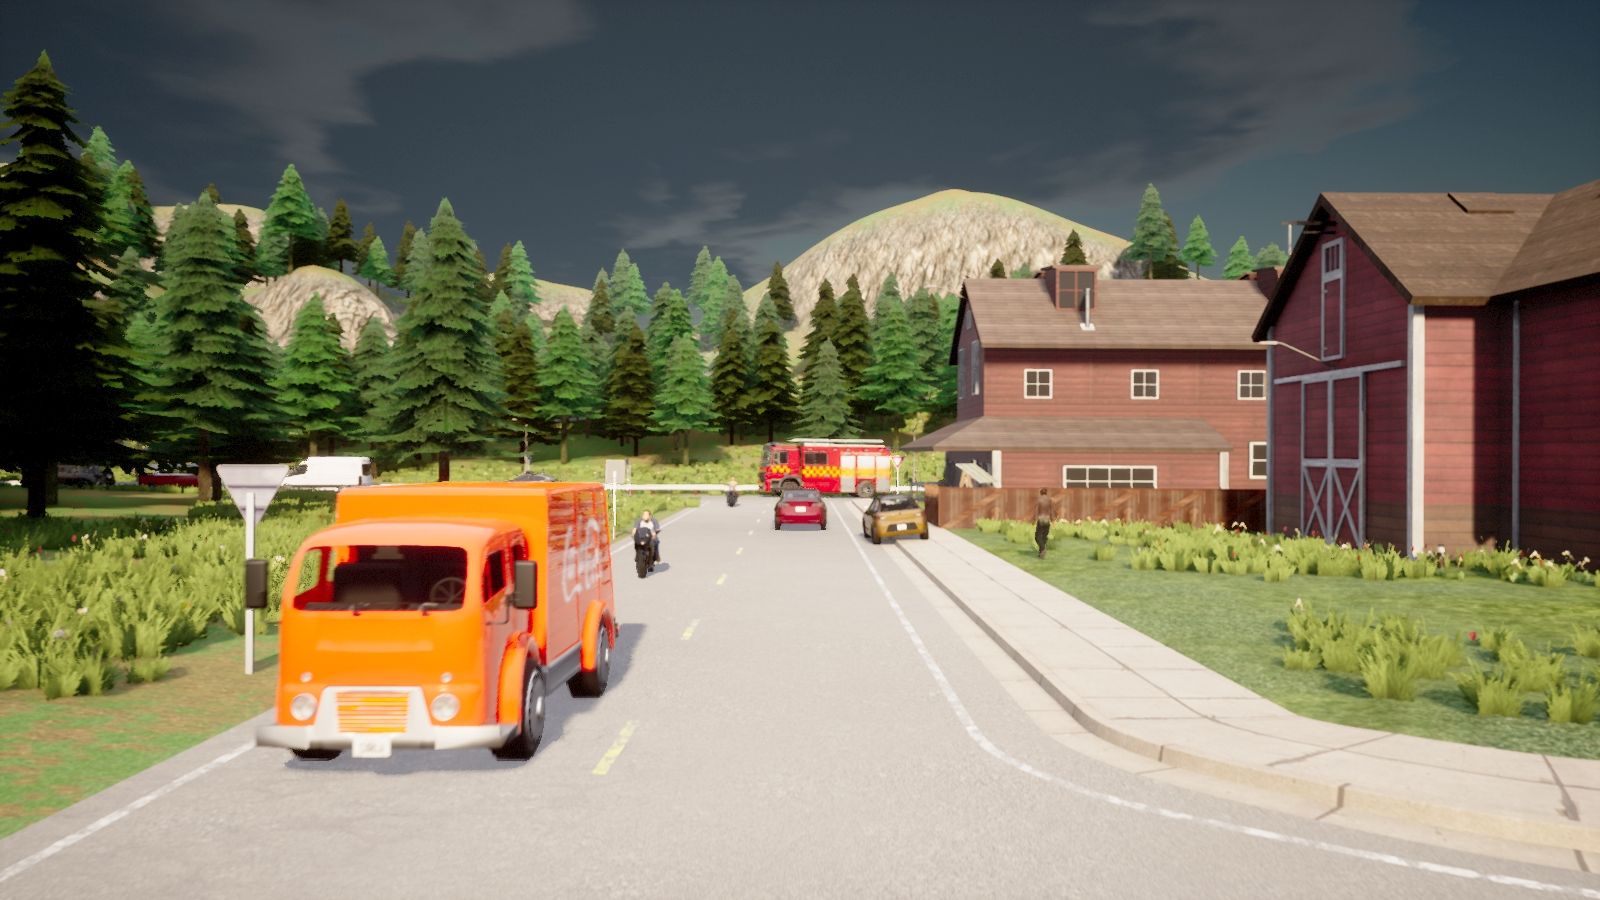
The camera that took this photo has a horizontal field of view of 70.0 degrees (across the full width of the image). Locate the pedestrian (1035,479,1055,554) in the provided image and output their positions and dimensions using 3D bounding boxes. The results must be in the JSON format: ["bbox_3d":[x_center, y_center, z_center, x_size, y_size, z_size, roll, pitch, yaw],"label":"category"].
[{"bbox_3d":[6.145,1.668,28.691,0.375,1.860,0.375,0,0,-10],"label":"pedestrian"}]

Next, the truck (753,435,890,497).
[{"bbox_3d":[1.356,1.079,74.449,8.468,3.827,2.891,1,-1,-13],"label":"truck"}]

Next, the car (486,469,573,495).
[{"bbox_3d":[-17.885,2.100,75.742,5.238,1.638,2.097,0,0,0],"label":"car"}]

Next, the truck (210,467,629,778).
[{"bbox_3d":[-3.486,1.445,11.914,2.627,2.467,5.204,0,0,0],"label":"truck"}]

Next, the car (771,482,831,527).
[{"bbox_3d":[0.028,2.051,43.673,2.163,1.488,4.792,0,0,0],"label":"car"}]
